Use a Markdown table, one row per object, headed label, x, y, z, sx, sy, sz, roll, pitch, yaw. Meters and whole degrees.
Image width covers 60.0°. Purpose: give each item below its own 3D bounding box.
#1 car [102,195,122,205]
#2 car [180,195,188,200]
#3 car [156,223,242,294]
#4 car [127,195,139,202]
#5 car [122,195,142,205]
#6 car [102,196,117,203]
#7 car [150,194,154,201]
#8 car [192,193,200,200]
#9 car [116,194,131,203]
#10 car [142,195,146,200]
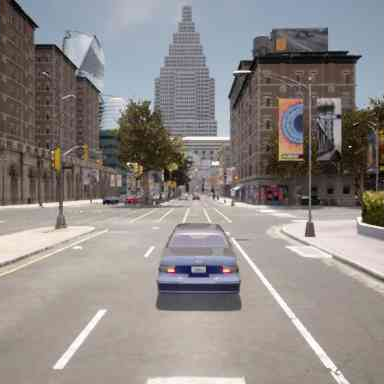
| label | x | y | z | sx | sy | sz | roll | pitch | yaw |
| --- | --- | --- | --- | --- | --- | --- | --- | --- | --- |
| car | -14.328 | 1.601 | 58.693 | 1.895 | 1.301 | 4.718 | 0 | 0 | 1 |
| car | -2.346 | 1.519 | 90.101 | 1.812 | 1.442 | 4.674 | 0 | 0 | 1 |
| car | 0.175 | 1.547 | 8.947 | 2.033 | 1.411 | 5.357 | 0 | 0 | 1 |
| car | -13.993 | 1.478 | 78.898 | 1.882 | 1.535 | 5.008 | 0 | 0 | 1 |
| car | -10.809 | 1.478 | 59.873 | 1.882 | 1.535 | 5.008 | 0 | 0 | 1 |
| car | -17.360 | 1.595 | 69.847 | 1.895 | 1.301 | 4.718 | 0 | 0 | 1 |
| car | -10.482 | 1.355 | 79.657 | 2.097 | 1.767 | 4.553 | 0 | 0 | 1 |
| car | 1.154 | 1.350 | 90.026 | 2.097 | 1.767 | 4.553 | 0 | 0 | 1 |
| car | -14.124 | 1.355 | 68.799 | 2.097 | 1.767 | 4.553 | 0 | 0 | 1 |
| car | -10.612 | 1.500 | 69.669 | 1.837 | 1.490 | 4.892 | 0 | 0 | 1 |
